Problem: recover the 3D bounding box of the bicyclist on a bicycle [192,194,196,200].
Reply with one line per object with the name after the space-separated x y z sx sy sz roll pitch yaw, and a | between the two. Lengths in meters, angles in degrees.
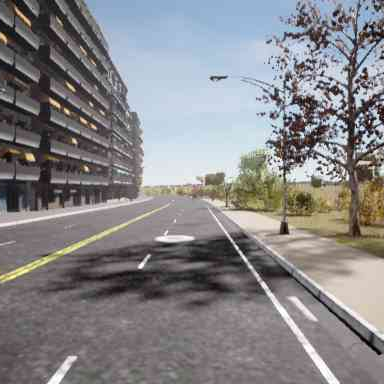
0.900 1.412 90.593 0.659 1.776 1.843 2 1 -3 | bicyclist on a bicycle
